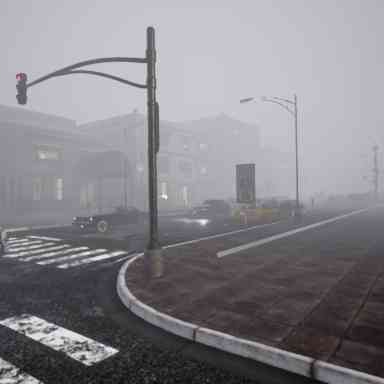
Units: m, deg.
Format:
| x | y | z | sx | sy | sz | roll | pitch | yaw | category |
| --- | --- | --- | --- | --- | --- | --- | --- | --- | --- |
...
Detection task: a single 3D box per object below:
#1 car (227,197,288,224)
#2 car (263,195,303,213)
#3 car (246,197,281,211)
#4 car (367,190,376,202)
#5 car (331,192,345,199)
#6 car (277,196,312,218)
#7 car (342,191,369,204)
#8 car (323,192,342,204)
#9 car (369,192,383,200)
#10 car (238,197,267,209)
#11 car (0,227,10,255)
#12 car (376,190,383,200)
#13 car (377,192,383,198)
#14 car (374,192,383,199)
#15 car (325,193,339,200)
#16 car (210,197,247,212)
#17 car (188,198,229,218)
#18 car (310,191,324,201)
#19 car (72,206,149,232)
| x | y | z | sx | sy | sz | roll | pitch | yaw | category |
| --- | --- | --- | --- | --- | --- | --- | --- | --- | --- |
| 4.420 | 1.242 | 21.823 | 1.752 | 1.417 | 4.829 | -1 | 0 | 36 | car |
| 8.907 | 1.149 | 32.402 | 2.128 | 1.511 | 4.902 | -1 | 0 | 36 | car |
| 7.897 | 1.290 | 36.431 | 1.895 | 1.301 | 4.718 | -1 | 0 | 36 | car |
| 27.023 | 0.860 | 52.117 | 1.837 | 1.490 | 4.892 | -1 | 0 | 36 | car |
| 33.362 | 0.743 | 75.826 | 1.967 | 1.590 | 4.097 | -1 | 0 | 36 | car |
| 7.576 | 1.217 | 26.159 | 2.008 | 1.369 | 4.403 | -1 | 0 | 36 | car |
| 22.899 | 0.898 | 46.460 | 1.882 | 1.535 | 5.008 | -1 | 0 | 36 | car |
| 21.782 | 1.017 | 50.107 | 1.994 | 1.385 | 4.181 | -1 | 0 | 36 | car |
| 36.880 | 0.770 | 66.420 | 1.947 | 1.339 | 4.313 | -1 | 0 | 36 | car |
| 7.316 | 1.293 | 40.039 | 1.802 | 1.307 | 4.206 | -1 | 0 | 36 | car |
| -8.459 | 1.343 | 10.683 | 4.553 | 1.767 | 2.097 | -1 | 0 | -25 | car |
| 33.621 | 0.570 | 61.946 | 2.192 | 1.841 | 5.009 | -1 | 0 | 36 | car |
| 43.217 | 0.652 | 75.115 | 1.887 | 1.381 | 4.507 | -1 | 0 | 36 | car |
| 40.136 | 0.720 | 70.893 | 1.947 | 1.339 | 4.313 | -1 | 0 | 36 | car |
| 30.107 | 0.935 | 71.353 | 1.802 | 1.307 | 4.206 | -1 | 0 | 36 | car |
| 3.960 | 1.290 | 35.428 | 1.752 | 1.417 | 4.829 | -1 | 0 | 36 | car |
| 1.576 | 1.315 | 27.752 | 1.812 | 1.442 | 4.674 | -1 | 0 | 36 | car |
| 23.592 | 0.769 | 62.406 | 2.192 | 1.841 | 5.009 | -1 | 0 | 36 | car |
| -4.526 | 1.489 | 19.411 | 1.895 | 1.301 | 4.718 | -1 | 0 | 37 | car |
